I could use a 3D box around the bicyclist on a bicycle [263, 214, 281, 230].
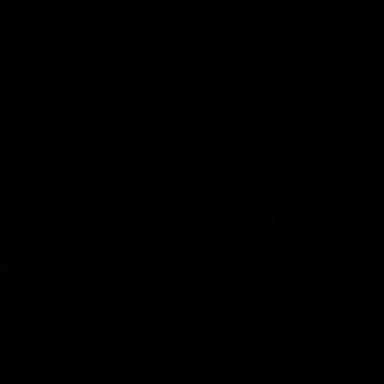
[{"bbox_3d":[5.944,2.055,24.316,1.656,1.620,0.582,-1,-2,31],"label":"bicyclist on a bicycle"}]

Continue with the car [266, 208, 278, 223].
[{"bbox_3d":[9.424,2.524,35.828,1.837,1.490,4.892,-3,-3,31],"label":"car"}]
